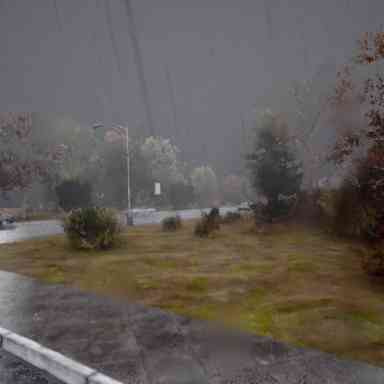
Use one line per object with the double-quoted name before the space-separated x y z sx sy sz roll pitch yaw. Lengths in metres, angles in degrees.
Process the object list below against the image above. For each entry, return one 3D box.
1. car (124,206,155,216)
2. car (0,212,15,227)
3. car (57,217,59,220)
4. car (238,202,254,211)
"car" -7.271 2.657 46.203 1.895 1.301 4.718 -3 -2 32
"car" -18.203 2.476 29.215 2.128 1.511 4.902 -3 -2 33
"car" -12.769 2.513 37.538 1.837 1.490 4.892 -3 -2 32
"car" 8.665 2.243 51.452 1.994 1.385 4.181 -3 -2 32
